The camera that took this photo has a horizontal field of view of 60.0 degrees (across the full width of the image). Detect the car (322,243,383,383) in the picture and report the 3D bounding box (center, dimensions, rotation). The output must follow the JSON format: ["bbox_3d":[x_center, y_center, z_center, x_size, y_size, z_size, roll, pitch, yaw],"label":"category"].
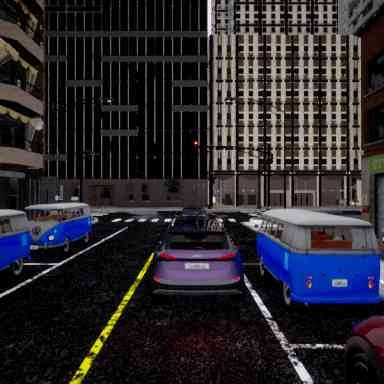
[{"bbox_3d":[2.569,1.440,1.935,1.967,1.590,4.097,0,0,0],"label":"car"}]

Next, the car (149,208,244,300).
[{"bbox_3d":[0.098,1.432,8.381,2.033,1.649,4.856,0,0,0],"label":"car"}]

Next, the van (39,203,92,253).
[{"bbox_3d":[-5.314,1.346,13.308,1.690,1.788,3.998,0,0,0],"label":"van"}]

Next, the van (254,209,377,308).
[{"bbox_3d":[2.568,1.343,7.625,1.690,1.788,3.998,0,0,0],"label":"van"}]

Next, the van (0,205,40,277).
[{"bbox_3d":[-5.312,1.343,7.618,1.690,1.788,3.998,0,0,0],"label":"van"}]
